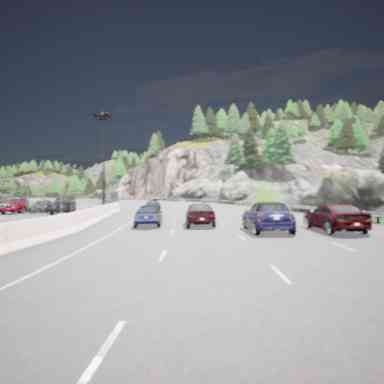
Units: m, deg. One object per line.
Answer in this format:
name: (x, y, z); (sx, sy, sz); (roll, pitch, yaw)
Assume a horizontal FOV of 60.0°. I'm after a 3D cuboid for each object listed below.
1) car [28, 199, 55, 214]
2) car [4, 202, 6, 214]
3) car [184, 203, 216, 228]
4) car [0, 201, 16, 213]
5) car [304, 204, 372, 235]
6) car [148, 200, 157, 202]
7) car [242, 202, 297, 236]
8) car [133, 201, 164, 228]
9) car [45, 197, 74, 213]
car: (-19.479, 1.849, 43.387); (2.097, 1.767, 4.553); (-1, 0, -10)
car: (-23.091, 1.793, 43.874); (2.150, 2.045, 5.566); (-1, 0, -10)
car: (0.500, 1.521, 22.929); (1.882, 1.535, 5.008); (-1, 0, -2)
car: (-27.563, 2.164, 48.531); (2.128, 1.511, 4.902); (-1, 0, -12)
car: (7.663, 1.364, 17.973); (1.882, 1.535, 5.008); (-1, 0, -1)
car: (-5.123, 1.769, 43.565); (1.994, 1.385, 4.181); (-1, 0, -9)
car: (4.135, 1.311, 18.497); (2.097, 1.767, 4.553); (-1, 0, -1)
car: (-3.038, 1.665, 23.604); (2.033, 1.411, 5.357); (-1, 0, -3)
car: (-15.369, 1.627, 39.935); (2.150, 2.045, 5.566); (-1, 0, -9)
